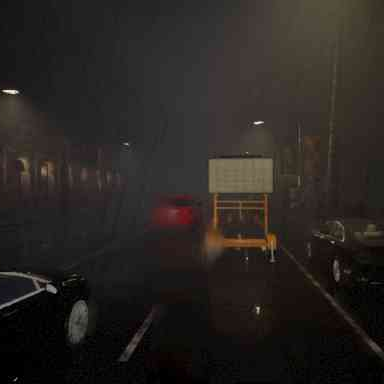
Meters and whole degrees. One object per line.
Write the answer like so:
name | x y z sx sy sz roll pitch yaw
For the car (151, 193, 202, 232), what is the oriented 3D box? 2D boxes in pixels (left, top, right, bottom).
car | -0.671 1.223 20.307 2.150 2.045 5.566 0 0 7

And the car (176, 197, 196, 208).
car | -0.817 1.547 49.273 2.033 1.411 5.357 0 0 8

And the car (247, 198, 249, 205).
car | 10.994 1.513 60.140 2.161 1.482 4.786 0 0 7

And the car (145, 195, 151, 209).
car | -4.812 1.222 45.782 2.150 2.045 5.566 0 0 7

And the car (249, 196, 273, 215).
car | 8.059 1.354 38.406 2.185 1.767 4.553 0 0 7

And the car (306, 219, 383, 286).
car | 4.527 1.481 9.244 2.231 1.521 4.892 0 0 7

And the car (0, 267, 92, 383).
car | -2.709 1.491 3.457 2.128 1.511 4.902 0 0 7

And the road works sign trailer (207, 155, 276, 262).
road works sign trailer | 1.781 0.464 12.248 2.380 3.560 2.880 0 0 7
